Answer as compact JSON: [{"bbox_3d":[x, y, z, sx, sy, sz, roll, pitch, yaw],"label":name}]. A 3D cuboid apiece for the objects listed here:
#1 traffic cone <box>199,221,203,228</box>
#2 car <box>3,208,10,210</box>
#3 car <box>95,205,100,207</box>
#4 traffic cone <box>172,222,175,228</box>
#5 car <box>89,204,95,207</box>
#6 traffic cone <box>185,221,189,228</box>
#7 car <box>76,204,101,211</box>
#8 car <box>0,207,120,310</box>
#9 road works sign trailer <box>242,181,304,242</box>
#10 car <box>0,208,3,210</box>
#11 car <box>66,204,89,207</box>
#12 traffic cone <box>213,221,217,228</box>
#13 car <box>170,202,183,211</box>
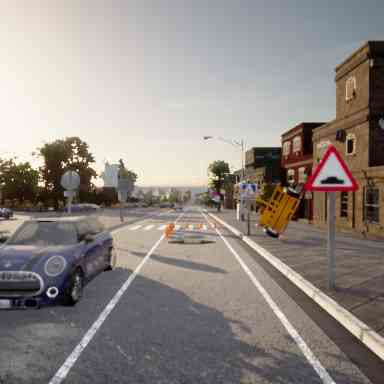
[{"bbox_3d":[0.647,2.307,23.803,0.340,0.580,0.340,0,-2,0],"label":"traffic cone"},{"bbox_3d":[-21.936,2.049,36.109,4.553,1.767,2.185,0,-2,0],"label":"car"},{"bbox_3d":[-21.771,3.138,66.975,5.008,1.535,2.097,0,-2,0],"label":"car"},{"bbox_3d":[-1.358,2.200,19.806,0.340,0.580,0.340,0,-1,0],"label":"traffic cone"},{"bbox_3d":[-21.774,3.037,63.703,4.892,1.521,2.231,0,-2,0],"label":"car"},{"bbox_3d":[-0.352,2.307,23.805,0.340,0.580,0.340,0,-2,0],"label":"traffic cone"},{"bbox_3d":[-21.748,3.277,70.120,4.674,1.452,2.002,0,-2,0],"label":"car"},{"bbox_3d":[-3.343,1.394,8.092,2.097,1.767,4.553,0,-1,0],"label":"car"},{"bbox_3d":[4.245,0.583,16.463,2.880,2.380,3.560,33,17,31],"label":"road works sign trailer"},{"bbox_3d":[-21.877,2.118,32.935,4.674,1.452,2.002,0,-2,0],"label":"car"},{"bbox_3d":[-21.792,2.974,60.427,4.674,1.452,2.002,0,-2,0],"label":"car"},{"bbox_3d":[1.647,2.307,23.801,0.340,0.580,0.340,0,-2,0],"label":"traffic cone"},{"bbox_3d":[-3.041,3.349,72.437,2.128,1.511,4.902,0,-2,0],"label":"car"}]
